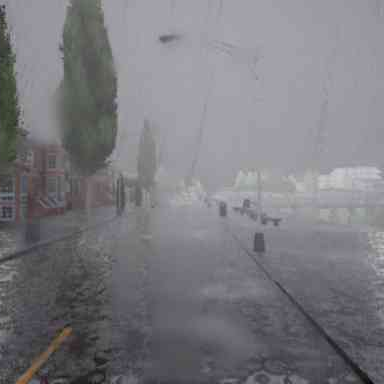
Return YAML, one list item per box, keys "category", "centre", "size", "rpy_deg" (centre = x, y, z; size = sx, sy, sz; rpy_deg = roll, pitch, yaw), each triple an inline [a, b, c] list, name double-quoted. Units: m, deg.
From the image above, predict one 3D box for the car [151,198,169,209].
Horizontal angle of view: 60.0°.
- category: "car"
  centre: [-4.073, 1.493, 43.130]
  size: [1.994, 1.385, 4.181]
  rpy_deg: [0, 0, 0]

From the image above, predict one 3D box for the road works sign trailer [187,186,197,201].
- category: "road works sign trailer"
  centre: [0.018, 0.329, 82.179]
  size: [2.380, 3.560, 2.880]
  rpy_deg: [0, 0, 0]
